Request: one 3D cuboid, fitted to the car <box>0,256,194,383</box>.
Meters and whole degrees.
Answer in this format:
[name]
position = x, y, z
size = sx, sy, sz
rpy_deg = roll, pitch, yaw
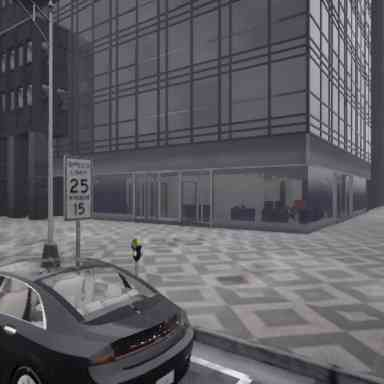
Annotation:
[car]
position = -2.028, 1.550, 4.409
size = 4.403, 1.369, 2.008
rpy_deg = 0, 0, 36
